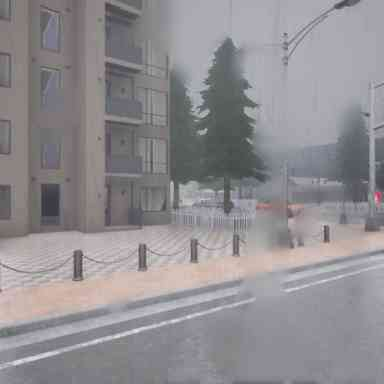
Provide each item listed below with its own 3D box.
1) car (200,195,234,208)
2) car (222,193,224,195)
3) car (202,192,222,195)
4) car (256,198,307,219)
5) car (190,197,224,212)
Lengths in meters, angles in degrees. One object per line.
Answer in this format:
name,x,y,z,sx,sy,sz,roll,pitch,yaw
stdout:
car,3.088,1.487,42.021,1.882,1.535,5.008,0,0,-37
car,7.454,1.078,94.738,1.905,1.878,3.866,0,0,-37
car,5.368,1.099,92.674,1.932,1.855,4.605,0,0,-37
car,7.869,1.362,29.606,2.097,1.767,4.553,0,0,-37
car,1.823,1.574,37.593,1.994,1.385,4.181,0,0,-37
